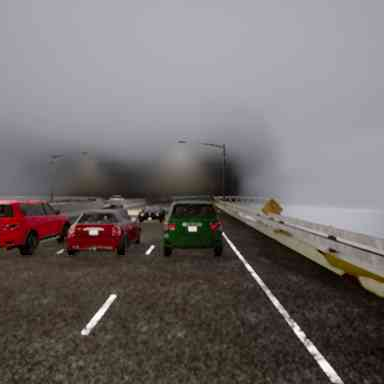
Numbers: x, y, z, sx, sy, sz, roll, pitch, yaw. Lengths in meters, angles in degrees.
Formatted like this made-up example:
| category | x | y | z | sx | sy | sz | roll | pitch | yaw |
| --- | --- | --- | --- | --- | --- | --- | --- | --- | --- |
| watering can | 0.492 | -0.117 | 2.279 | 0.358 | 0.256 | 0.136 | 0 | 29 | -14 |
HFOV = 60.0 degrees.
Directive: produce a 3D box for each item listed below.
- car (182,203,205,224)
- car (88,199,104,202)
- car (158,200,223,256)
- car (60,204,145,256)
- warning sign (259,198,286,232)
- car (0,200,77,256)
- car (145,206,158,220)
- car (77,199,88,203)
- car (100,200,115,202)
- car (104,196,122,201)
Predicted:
| category | x | y | z | sx | sy | sz | roll | pitch | yaw |
| --- | --- | --- | --- | --- | --- | --- | --- | --- | --- |
| car | 0.152 | 1.778 | 29.024 | 1.837 | 1.490 | 4.892 | 0 | 0 | 1 |
| car | -20.078 | 2.177 | 72.107 | 2.033 | 1.411 | 5.357 | 0 | 0 | 1 |
| car | 0.032 | 1.347 | 13.804 | 2.150 | 2.045 | 5.566 | 0 | 0 | 0 |
| car | -3.465 | 1.481 | 13.885 | 2.097 | 1.767 | 4.553 | 0 | -1 | 0 |
| warning sign | 4.596 | 1.295 | 19.090 | 1.300 | 1.860 | 1.060 | -1 | -1 | 0 |
| car | -6.968 | 1.347 | 13.831 | 2.150 | 2.045 | 5.566 | 0 | 0 | 0 |
| car | -3.353 | 1.870 | 28.870 | 1.895 | 1.301 | 4.718 | 0 | 0 | 1 |
| car | -23.577 | 2.234 | 72.176 | 1.895 | 1.301 | 4.718 | 0 | 0 | 1 |
| car | -6.848 | 1.780 | 29.103 | 1.837 | 1.490 | 4.892 | 0 | 0 | 1 |
| car | -16.580 | 1.860 | 71.980 | 2.150 | 2.045 | 5.566 | 0 | 0 | 1 |
